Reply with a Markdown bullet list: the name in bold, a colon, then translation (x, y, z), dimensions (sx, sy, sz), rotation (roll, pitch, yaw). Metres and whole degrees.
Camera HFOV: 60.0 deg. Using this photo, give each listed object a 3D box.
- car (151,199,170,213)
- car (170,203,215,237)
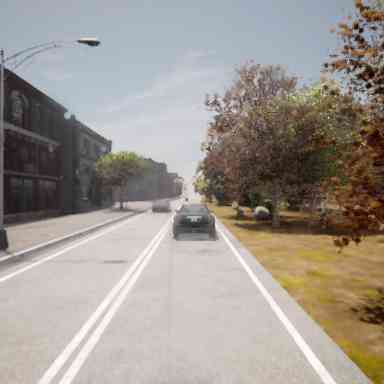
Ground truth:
- **car**: translation (-3.342, 1.543, 37.100), dimensions (2.033, 1.411, 5.357), rotation (0, 0, 0)
- **car**: translation (0.102, 1.351, 18.072), dimensions (2.097, 1.767, 4.553), rotation (0, 0, 0)
